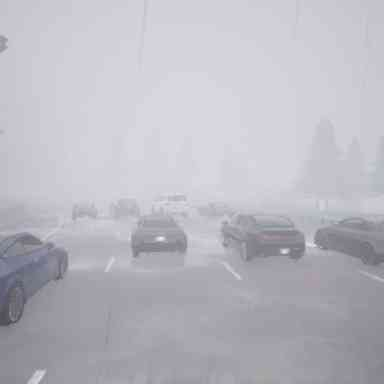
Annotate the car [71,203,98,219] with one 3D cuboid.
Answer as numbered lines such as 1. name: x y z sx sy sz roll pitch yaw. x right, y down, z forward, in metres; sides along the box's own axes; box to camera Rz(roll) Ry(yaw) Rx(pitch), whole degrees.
1. car: -9.212 1.579 28.233 1.895 1.301 4.718 0 0 -22

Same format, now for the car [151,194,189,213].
1. car: -1.992 1.167 28.930 2.150 2.045 5.566 0 0 -20

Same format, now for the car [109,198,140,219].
1. car: -6.023 1.314 29.456 2.097 1.767 4.553 0 0 -21

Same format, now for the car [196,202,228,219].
1. car: 1.925 1.531 28.305 1.895 1.301 4.718 0 0 -18

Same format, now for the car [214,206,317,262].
1. car: 2.328 1.469 12.067 1.837 1.490 4.892 0 0 -9

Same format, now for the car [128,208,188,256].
1. car: -1.398 1.541 13.159 1.994 1.385 4.181 0 0 -10

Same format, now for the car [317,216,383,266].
1. car: 5.957 1.514 11.395 1.994 1.385 4.181 0 0 -8

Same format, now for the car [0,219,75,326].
1. car: -4.017 1.528 6.860 1.812 1.442 4.674 0 0 -6
